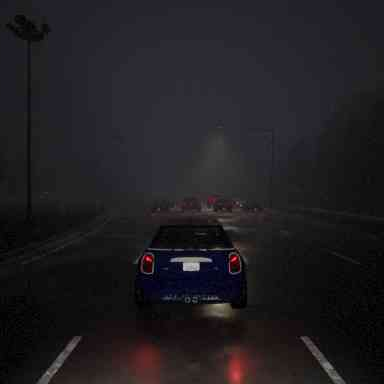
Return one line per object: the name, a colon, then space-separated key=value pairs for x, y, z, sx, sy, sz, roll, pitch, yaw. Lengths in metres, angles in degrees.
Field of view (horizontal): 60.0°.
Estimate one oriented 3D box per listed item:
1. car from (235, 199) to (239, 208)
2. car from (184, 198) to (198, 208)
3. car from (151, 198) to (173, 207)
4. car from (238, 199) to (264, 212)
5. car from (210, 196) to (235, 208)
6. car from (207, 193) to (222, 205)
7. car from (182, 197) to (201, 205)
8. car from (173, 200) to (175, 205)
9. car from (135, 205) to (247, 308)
car: x=6.896 y=1.601 z=48.380 sx=1.895 sy=1.301 sz=4.718 roll=0 pitch=0 yaw=0
car: x=-0.104 y=1.601 z=48.382 sx=1.895 sy=1.301 sz=4.718 roll=0 pitch=0 yaw=0
car: x=-3.583 y=1.601 z=38.326 sx=1.895 sy=1.301 sz=4.718 roll=0 pitch=0 yaw=0
car: x=6.917 y=1.601 z=38.348 sx=1.895 sy=1.301 sz=4.718 roll=0 pitch=0 yaw=0
car: x=3.418 y=1.505 z=37.894 sx=1.837 sy=1.490 sz=4.892 roll=0 pitch=0 yaw=0
car: x=3.396 y=1.221 z=48.359 sx=2.150 sy=2.045 sz=5.566 roll=0 pitch=0 yaw=0
car: x=-0.083 y=1.352 z=38.273 sx=2.097 sy=1.767 sz=4.553 roll=0 pitch=0 yaw=0
car: x=-3.604 y=1.564 z=48.379 sx=1.994 sy=1.385 sz=4.181 roll=0 pitch=0 yaw=0
car: x=-0.018 y=1.352 z=8.062 sx=2.097 sy=1.767 sz=4.553 roll=0 pitch=0 yaw=0
